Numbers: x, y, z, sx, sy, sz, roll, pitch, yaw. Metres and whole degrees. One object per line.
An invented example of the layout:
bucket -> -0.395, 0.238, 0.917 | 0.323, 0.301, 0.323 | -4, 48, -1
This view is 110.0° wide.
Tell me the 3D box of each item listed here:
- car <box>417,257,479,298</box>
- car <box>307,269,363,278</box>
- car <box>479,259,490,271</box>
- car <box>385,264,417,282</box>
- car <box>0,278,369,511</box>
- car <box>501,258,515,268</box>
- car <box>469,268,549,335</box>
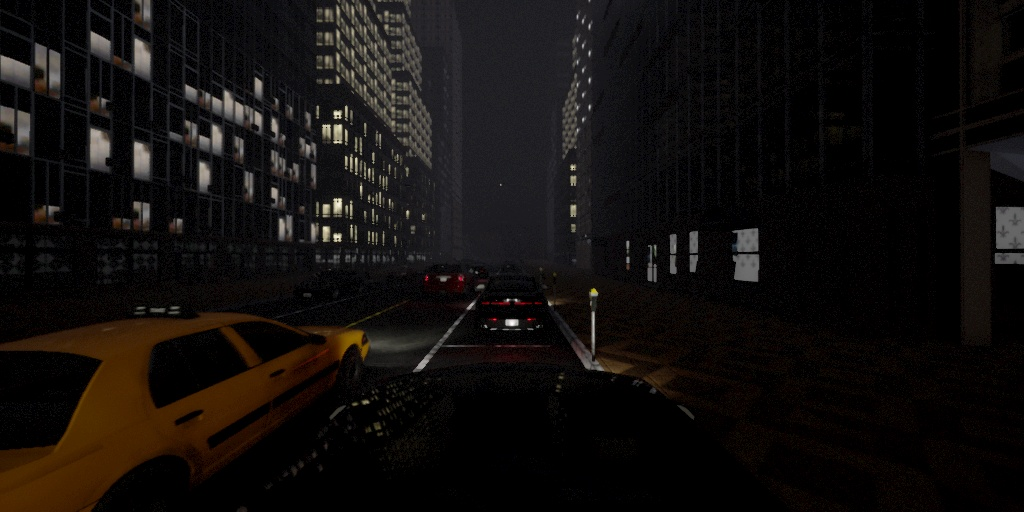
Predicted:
car -> -3.123, 1.098, 18.549 | 2.097, 1.767, 4.553 | 0, 0, 0
car -> -8.836, 1.313, 17.650 | 1.948, 1.339, 4.313 | 0, 0, 0
car -> -3.118, 1.265, 34.019 | 1.812, 1.442, 4.674 | 0, 0, 1
car -> -8.835, 1.325, 29.033 | 1.802, 1.307, 4.207 | 0, 0, 0
car -> -3.146, 1.206, 3.513 | 1.801, 1.575, 5.366 | 0, 0, 0
car -> -0.455, 1.298, 46.099 | 1.948, 1.339, 4.313 | 0, 0, 0
car -> 0.000, 1.253, 10.499 | 1.837, 1.490, 4.892 | 0, 0, 0
